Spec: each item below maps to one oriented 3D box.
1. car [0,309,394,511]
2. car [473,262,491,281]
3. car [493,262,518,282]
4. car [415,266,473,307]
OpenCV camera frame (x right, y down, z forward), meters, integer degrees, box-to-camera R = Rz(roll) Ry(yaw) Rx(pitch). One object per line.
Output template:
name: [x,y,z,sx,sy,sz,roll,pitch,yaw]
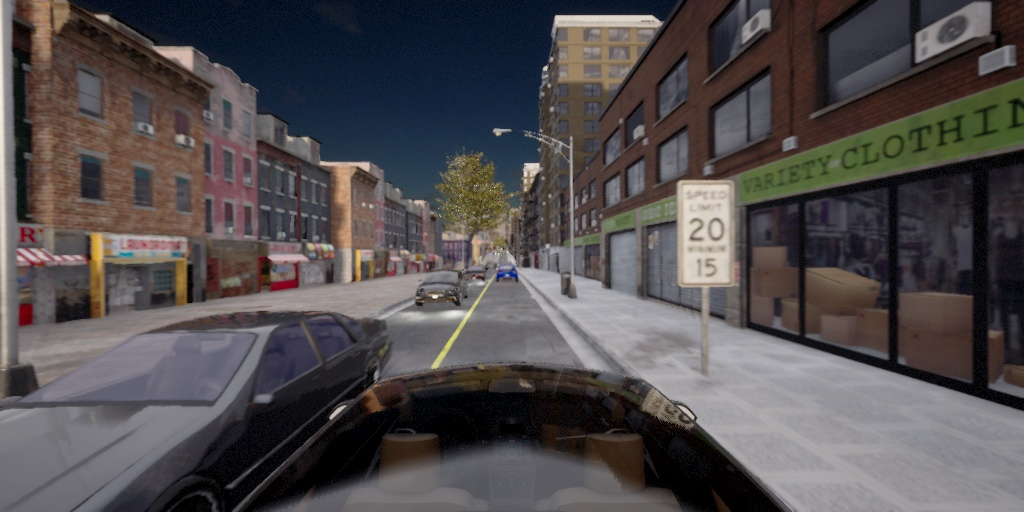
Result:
car: [-2.841,1.334,3.725,2.033,1.411,5.357,0,0,-1]
car: [-3.336,1.597,33.912,2.033,1.411,5.357,0,-1,-1]
car: [-0.444,1.485,32.328,1.882,1.535,5.008,0,-1,-1]
car: [-3.086,1.386,16.536,1.837,1.490,4.892,0,-1,-1]
